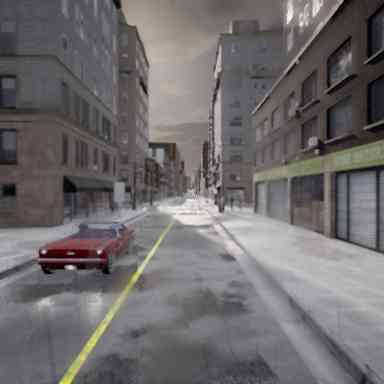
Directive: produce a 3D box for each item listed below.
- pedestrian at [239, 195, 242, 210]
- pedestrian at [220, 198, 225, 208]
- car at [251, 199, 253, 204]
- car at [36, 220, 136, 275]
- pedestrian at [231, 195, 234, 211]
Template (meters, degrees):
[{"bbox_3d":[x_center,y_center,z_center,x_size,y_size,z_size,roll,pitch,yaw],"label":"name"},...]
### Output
[{"bbox_3d":[5.614,1.226,39.009,0.375,1.860,0.375,0,0,0],"label":"pedestrian"},{"bbox_3d":[3.614,1.256,39.608,0.375,1.860,0.375,0,0,0],"label":"pedestrian"},{"bbox_3d":[12.055,1.269,53.249,5.009,1.841,2.192,-1,1,0],"label":"car"},{"bbox_3d":[-3.107,1.635,10.724,1.895,1.301,4.718,0,0,0],"label":"car"},{"bbox_3d":[4.614,1.240,38.409,0.375,1.860,0.375,0,0,0],"label":"pedestrian"}]
